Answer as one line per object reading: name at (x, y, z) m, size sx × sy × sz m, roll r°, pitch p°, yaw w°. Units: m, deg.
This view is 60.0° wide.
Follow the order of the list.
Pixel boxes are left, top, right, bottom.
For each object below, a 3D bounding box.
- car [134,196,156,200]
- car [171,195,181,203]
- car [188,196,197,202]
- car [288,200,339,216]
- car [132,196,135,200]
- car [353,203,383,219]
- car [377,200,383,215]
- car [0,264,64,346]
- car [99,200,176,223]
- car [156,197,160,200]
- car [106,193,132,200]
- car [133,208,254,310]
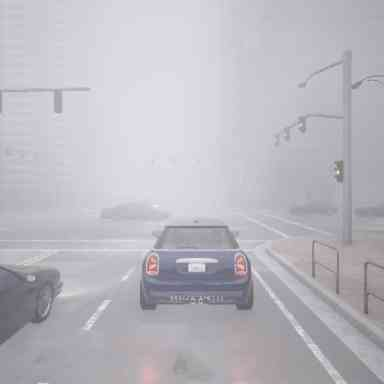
car at (-7.017, 1.564, 50.385) m, size 1.994 × 1.385 × 4.181 m, roll 0°, pitch 0°, yaw 0°
car at (-3.359, 1.478, 71.255) m, size 1.882 × 1.535 × 5.008 m, roll 0°, pitch 0°, yaw 0°
car at (0.117, 1.553, 72.611) m, size 1.994 × 1.385 × 4.181 m, roll 0°, pitch 0°, yaw 0°
car at (11.705, 1.526, 32.157) m, size 4.674 × 1.442 × 1.812 m, roll 0°, pitch 0°, yaw 1°
car at (-10.485, 1.505, 58.067) m, size 1.837 × 1.490 × 4.892 m, roll 0°, pitch 0°, yaw 0°
car at (16.500, 1.601, 28.615) m, size 4.718 × 1.301 × 1.895 m, roll 0°, pitch 0°, yaw 1°
car at (20.842, 1.505, 32.061) m, size 4.892 × 1.490 × 1.837 m, roll 0°, pitch 0°, yaw 1°
car at (-3.414, 1.547, 4.121) m, size 2.033 × 1.411 × 5.357 m, roll 0°, pitch 0°, yaw -1°
car at (-4.155, 1.547, 25.075) m, size 5.357 × 1.411 × 2.033 m, roll 0°, pitch 0°, yaw 0°
car at (-6.976, 1.601, 60.345) m, size 1.895 × 1.301 × 4.718 m, roll 0°, pitch 0°, yaw 0°
car at (-10.522, 1.352, 48.122) m, size 2.097 × 1.767 × 4.553 m, roll 0°, pitch 0°, yaw 0°
car at (0.092, 1.352, 7.980) m, size 2.097 × 1.767 × 4.553 m, roll 0°, pitch 0°, yaw 0°
